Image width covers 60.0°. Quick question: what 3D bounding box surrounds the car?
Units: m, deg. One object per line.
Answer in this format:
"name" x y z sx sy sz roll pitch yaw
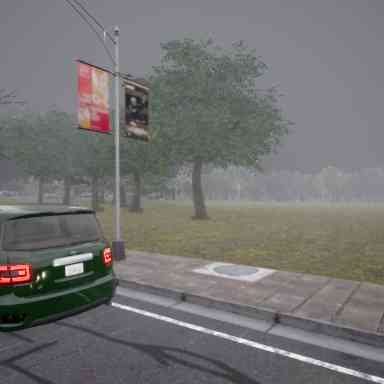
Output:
"car" -3.889 1.235 6.415 5.566 2.045 2.150 0 0 36
